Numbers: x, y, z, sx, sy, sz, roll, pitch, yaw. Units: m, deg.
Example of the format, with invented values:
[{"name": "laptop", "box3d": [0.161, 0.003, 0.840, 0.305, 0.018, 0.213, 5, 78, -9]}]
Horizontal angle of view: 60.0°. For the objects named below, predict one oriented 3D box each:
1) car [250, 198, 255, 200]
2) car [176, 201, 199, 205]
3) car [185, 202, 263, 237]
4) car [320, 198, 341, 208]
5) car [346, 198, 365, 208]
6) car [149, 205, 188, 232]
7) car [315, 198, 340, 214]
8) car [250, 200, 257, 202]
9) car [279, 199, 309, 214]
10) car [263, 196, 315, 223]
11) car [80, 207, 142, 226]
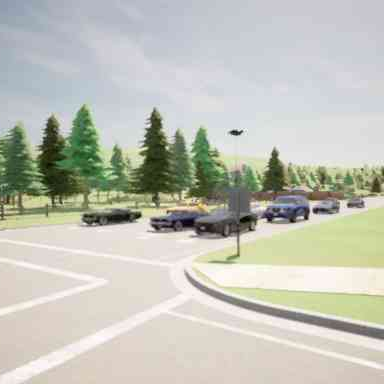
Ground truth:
[{"name": "car", "box3d": [6.975, 1.573, 43.638, 2.097, 1.767, 4.553, -1, 0, 36]}, {"name": "car", "box3d": [-0.624, 1.699, 33.270, 1.882, 1.535, 5.008, -1, 0, 36]}, {"name": "car", "box3d": [2.009, 1.583, 19.083, 1.882, 1.535, 5.008, -1, 0, 36]}, {"name": "car", "box3d": [21.319, 1.654, 51.239, 1.837, 1.490, 4.892, -1, -1, 36]}, {"name": "car", "box3d": [24.287, 1.622, 49.362, 1.837, 1.490, 4.892, -1, -1, 36]}, {"name": "car", "box3d": [-0.606, 1.745, 21.439, 1.895, 1.301, 4.718, -1, 0, 36]}, {"name": "car", "box3d": [14.773, 1.652, 36.522, 2.033, 1.411, 5.357, -1, 0, 36]}, {"name": "car", "box3d": [4.812, 1.669, 28.821, 1.812, 1.442, 4.674, -1, 0, 36]}, {"name": "car", "box3d": [11.854, 1.646, 38.455, 1.837, 1.490, 4.892, -1, 0, 36]}, {"name": "car", "box3d": [7.870, 1.326, 27.104, 2.150, 2.045, 5.566, -1, 0, 36]}, {"name": "car", "box3d": [-6.166, 1.823, 25.693, 1.895, 1.301, 4.718, -1, 0, 36]}]
